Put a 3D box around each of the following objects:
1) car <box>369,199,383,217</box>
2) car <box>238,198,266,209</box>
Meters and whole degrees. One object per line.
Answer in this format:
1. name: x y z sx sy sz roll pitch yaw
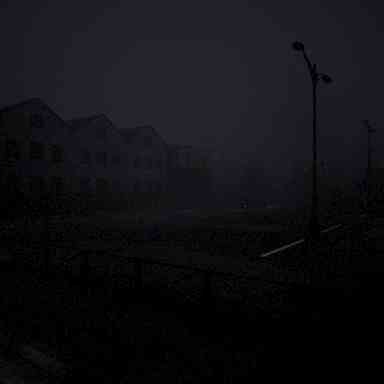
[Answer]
1. car: 15.533 1.298 26.738 2.007 1.523 4.514 0 0 35
2. car: 7.759 1.408 42.208 1.895 1.301 4.718 0 0 36
